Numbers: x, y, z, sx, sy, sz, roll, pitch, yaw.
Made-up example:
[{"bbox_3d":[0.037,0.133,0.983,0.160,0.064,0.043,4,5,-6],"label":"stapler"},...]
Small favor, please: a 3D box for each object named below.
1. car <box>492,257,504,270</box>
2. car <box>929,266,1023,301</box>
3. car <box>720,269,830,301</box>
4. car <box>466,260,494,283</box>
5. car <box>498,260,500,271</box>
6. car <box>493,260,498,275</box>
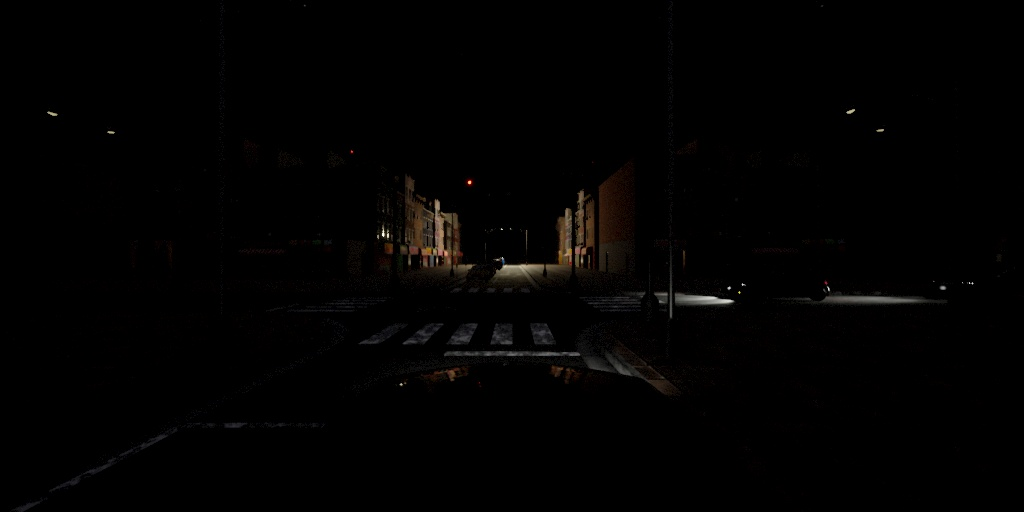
[{"bbox_3d":[-2.610,1.250,51.238,1.967,1.591,4.097,0,0,0],"label":"car"},{"bbox_3d":[22.421,1.209,16.601,4.902,1.511,2.128,0,0,0],"label":"car"},{"bbox_3d":[12.059,1.301,16.623,4.181,1.385,1.994,0,0,0],"label":"car"},{"bbox_3d":[-2.623,1.292,28.648,1.751,1.417,4.829,0,0,0],"label":"car"},{"bbox_3d":[-2.616,1.367,40.028,1.802,1.307,4.207,0,0,0],"label":"car"},{"bbox_3d":[-2.620,1.320,34.423,1.888,1.381,4.507,0,0,0],"label":"car"}]
